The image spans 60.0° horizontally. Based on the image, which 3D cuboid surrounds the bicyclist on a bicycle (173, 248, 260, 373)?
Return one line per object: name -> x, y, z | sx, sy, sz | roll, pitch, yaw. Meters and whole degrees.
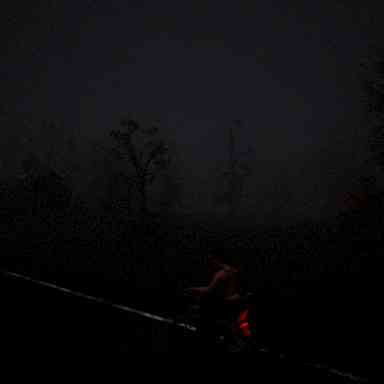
bicyclist on a bicycle -> 0.301, 1.604, 4.759 | 1.509, 1.612, 0.866 | -1, -2, 38
